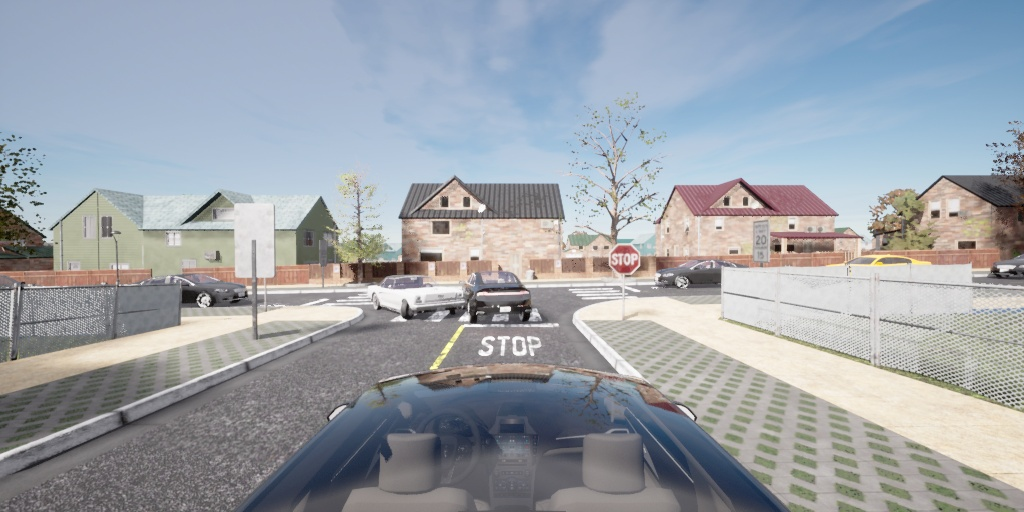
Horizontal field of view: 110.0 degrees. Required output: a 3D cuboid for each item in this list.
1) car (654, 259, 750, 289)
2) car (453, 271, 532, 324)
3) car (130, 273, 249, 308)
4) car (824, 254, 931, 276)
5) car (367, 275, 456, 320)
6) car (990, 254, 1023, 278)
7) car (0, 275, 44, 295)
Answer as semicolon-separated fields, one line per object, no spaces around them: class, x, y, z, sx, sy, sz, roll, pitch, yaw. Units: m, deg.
car;10.330;0.925;19.545;4.902;1.511;2.128;-1;1;0
car;-0.685;1.242;12.137;2.128;1.511;4.902;0;0;-12
car;-14.902;1.566;16.491;4.902;1.511;2.128;-1;1;0
car;19.761;0.690;19.582;5.008;1.535;1.882;-1;1;-1
car;-3.602;1.367;12.996;1.895;1.301;4.718;0;0;-38
car;29.385;0.478;19.619;4.902;1.511;2.128;-1;1;0
car;-24.239;1.647;16.450;4.553;1.767;2.097;-1;1;0
